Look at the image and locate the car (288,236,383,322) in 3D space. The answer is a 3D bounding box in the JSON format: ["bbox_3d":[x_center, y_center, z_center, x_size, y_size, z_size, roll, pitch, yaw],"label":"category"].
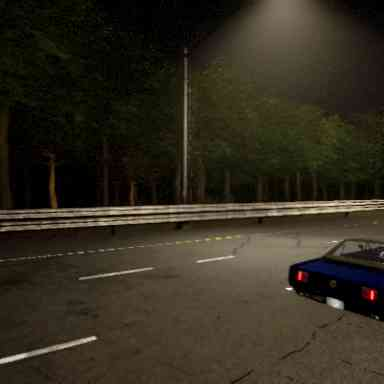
[{"bbox_3d":[4.226,1.574,6.809,4.718,1.301,1.895,0,0,-34],"label":"car"}]
